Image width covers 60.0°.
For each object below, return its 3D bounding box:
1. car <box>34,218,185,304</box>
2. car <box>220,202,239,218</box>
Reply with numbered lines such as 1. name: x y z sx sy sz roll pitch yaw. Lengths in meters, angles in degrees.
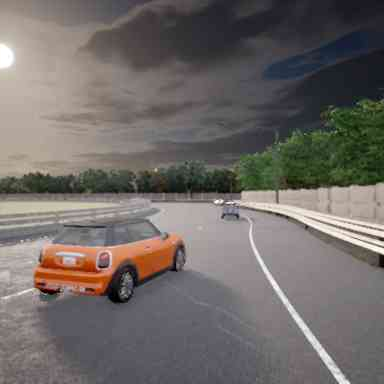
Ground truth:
1. car: -1.802 1.458 8.826 2.097 1.767 4.553 0 -1 20
2. car: 4.046 2.008 35.723 2.033 1.411 5.357 0 -1 5
